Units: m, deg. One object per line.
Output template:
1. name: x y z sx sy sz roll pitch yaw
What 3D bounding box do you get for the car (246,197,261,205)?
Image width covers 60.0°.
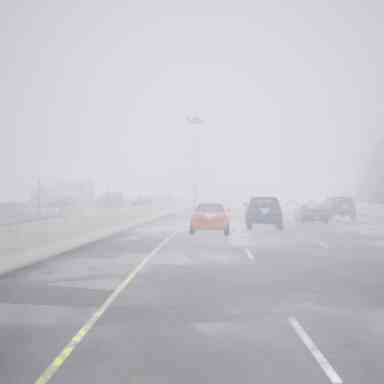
1. car: 11.745 1.673 63.379 1.812 1.442 4.674 1 0 21

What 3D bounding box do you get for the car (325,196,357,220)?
1. car: 13.133 1.390 30.071 2.150 2.045 5.566 0 0 11

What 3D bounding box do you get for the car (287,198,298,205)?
1. car: 18.797 1.805 62.160 1.994 1.385 4.181 1 0 22

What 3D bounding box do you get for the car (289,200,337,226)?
1. car: 8.886 1.606 24.948 2.128 1.511 4.902 1 0 9

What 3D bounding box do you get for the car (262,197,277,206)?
1. car: 14.050 1.684 60.042 1.837 1.490 4.892 -1 0 21

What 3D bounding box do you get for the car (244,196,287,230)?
1. car: 4.641 1.280 21.957 2.150 2.045 5.566 0 0 8

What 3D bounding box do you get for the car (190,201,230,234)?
1. car: 1.141 1.365 19.418 2.097 1.767 4.553 1 0 6

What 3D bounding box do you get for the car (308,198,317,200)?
1. car: 22.213 1.778 61.245 2.128 1.511 4.902 1 0 23
